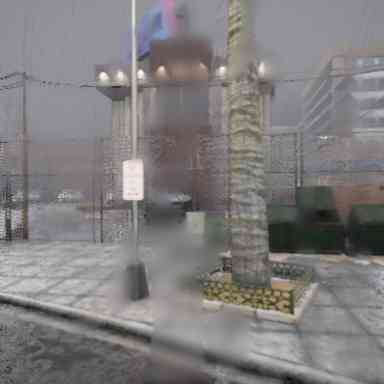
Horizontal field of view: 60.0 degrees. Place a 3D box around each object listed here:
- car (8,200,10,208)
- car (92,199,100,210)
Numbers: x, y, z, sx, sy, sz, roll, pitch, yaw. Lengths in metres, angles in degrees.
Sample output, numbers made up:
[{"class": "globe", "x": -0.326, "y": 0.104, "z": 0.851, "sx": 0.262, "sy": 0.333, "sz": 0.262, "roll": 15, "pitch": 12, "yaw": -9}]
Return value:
[{"class": "car", "x": -26.401, "y": 1.684, "z": 45.378, "sx": 4.718, "sy": 1.301, "sz": 1.895, "roll": 0, "pitch": 0, "yaw": 8}, {"class": "car", "x": -10.567, "y": 1.453, "z": 36.393, "sx": 4.674, "sy": 1.452, "sz": 2.002, "roll": 0, "pitch": 0, "yaw": 8}]
